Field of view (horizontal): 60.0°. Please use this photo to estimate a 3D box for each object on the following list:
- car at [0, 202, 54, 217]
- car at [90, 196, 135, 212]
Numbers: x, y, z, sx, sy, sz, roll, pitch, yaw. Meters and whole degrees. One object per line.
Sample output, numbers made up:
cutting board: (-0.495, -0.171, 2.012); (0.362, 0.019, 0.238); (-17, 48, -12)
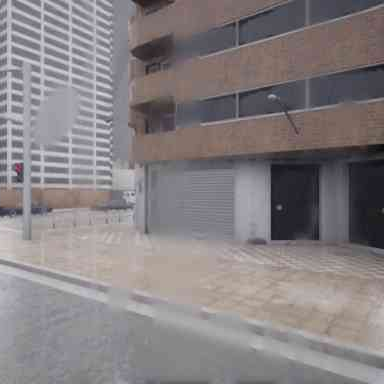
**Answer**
car: (-15.559, 1.591, 30.977); (1.895, 1.301, 4.718); (0, 0, 36)
car: (-9.403, 1.537, 39.434); (2.033, 1.411, 5.357); (0, 0, 36)
